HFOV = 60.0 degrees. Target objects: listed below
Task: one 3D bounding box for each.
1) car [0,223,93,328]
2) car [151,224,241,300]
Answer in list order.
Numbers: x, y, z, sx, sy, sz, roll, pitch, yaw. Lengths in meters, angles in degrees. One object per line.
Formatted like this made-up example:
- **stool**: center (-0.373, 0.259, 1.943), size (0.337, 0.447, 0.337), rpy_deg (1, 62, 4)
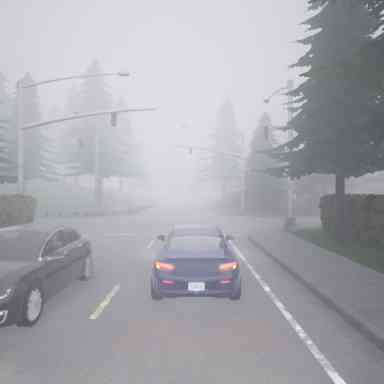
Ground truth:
- **car**: center (-3.568, 1.505, 7.116), size (1.837, 1.490, 4.892), rpy_deg (0, 0, 0)
- **car**: center (0.084, 1.525, 8.248), size (1.812, 1.442, 4.674), rpy_deg (0, 0, 0)
